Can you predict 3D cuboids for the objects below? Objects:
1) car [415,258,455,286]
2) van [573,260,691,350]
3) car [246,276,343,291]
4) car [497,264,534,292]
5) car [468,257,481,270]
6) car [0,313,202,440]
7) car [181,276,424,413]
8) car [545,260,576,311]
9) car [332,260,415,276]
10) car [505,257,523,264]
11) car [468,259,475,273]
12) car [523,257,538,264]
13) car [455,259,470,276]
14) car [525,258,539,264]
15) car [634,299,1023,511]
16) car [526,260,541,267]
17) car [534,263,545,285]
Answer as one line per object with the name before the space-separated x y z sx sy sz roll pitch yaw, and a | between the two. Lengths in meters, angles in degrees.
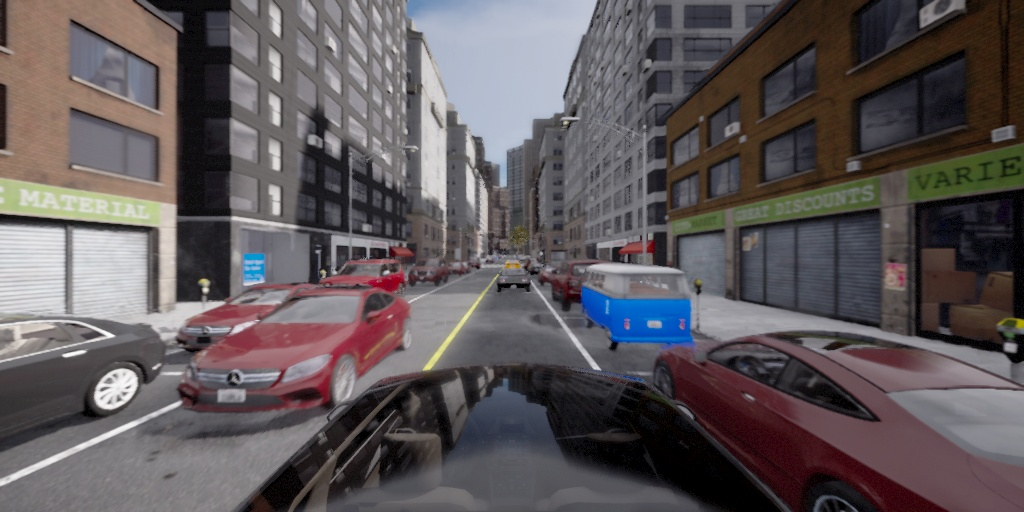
car | -5.765 1.079 25.463 2.192 1.841 5.009 0 0 0
van | 2.762 1.094 8.803 1.690 1.789 3.998 0 0 0
car | -5.763 1.336 8.807 1.802 1.307 4.207 0 0 0
car | 0.094 1.362 21.496 1.895 1.301 4.718 0 0 0
car | -5.769 1.057 53.230 2.192 1.841 5.009 0 0 0
car | -5.763 1.301 3.254 2.007 1.370 4.403 0 0 0
car | -3.091 1.279 6.279 1.812 1.442 4.674 0 0 0
car | 2.761 1.072 14.355 2.192 1.841 5.009 0 0 0
car | -5.764 1.072 14.358 2.192 1.841 5.009 0 0 0
car | 0.095 1.233 46.102 1.882 1.535 5.008 0 0 0
car | -5.767 1.343 42.123 1.802 1.307 4.207 0 0 0
car | 2.757 1.068 47.672 2.192 1.841 5.009 0 0 0
car | -5.767 1.311 36.571 1.888 1.381 4.507 0 0 0
car | 2.758 1.285 42.288 1.751 1.417 4.829 0 0 0
car | 2.762 1.332 3.252 1.802 1.307 4.207 0 0 0
car | 2.758 1.331 36.565 1.948 1.339 4.313 0 0 0
car | 2.760 1.345 25.459 1.802 1.307 4.207 0 0 0
